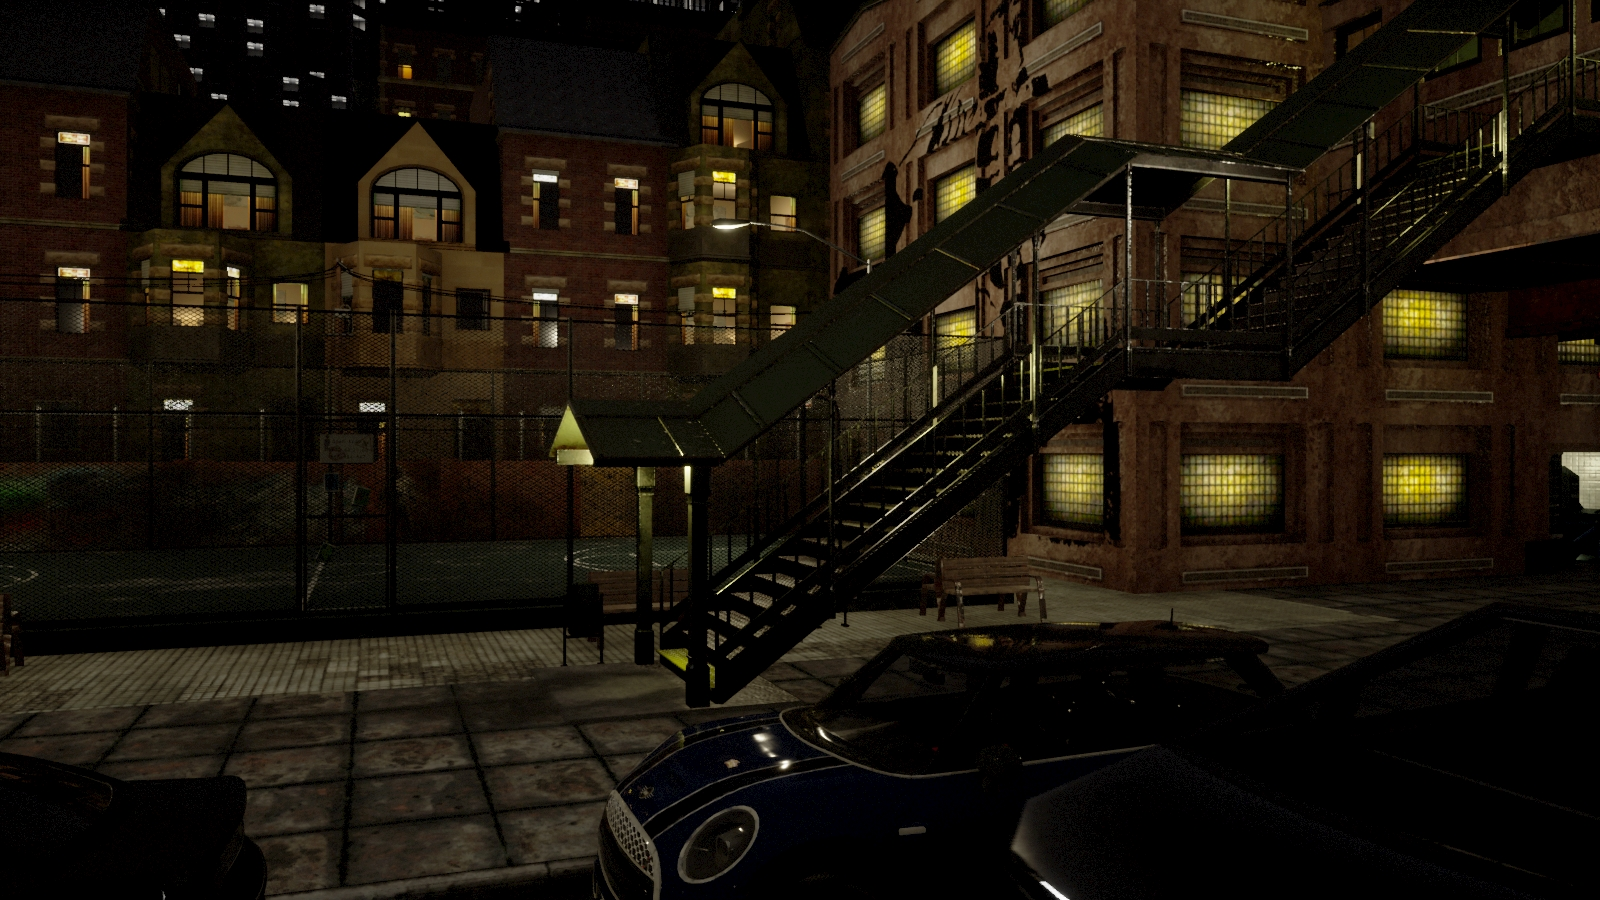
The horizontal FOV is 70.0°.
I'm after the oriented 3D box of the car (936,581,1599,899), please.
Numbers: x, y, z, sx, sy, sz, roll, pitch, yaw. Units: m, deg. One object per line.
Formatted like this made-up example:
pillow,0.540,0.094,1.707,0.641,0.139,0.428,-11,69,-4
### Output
car,3.924,1.754,4.724,6.274,2.098,2.390,0,0,-20
